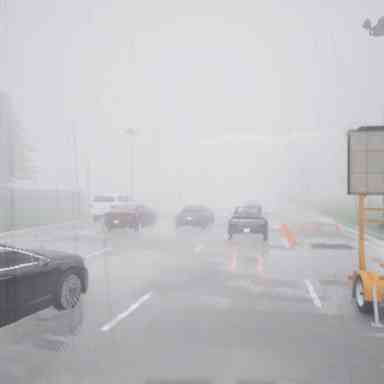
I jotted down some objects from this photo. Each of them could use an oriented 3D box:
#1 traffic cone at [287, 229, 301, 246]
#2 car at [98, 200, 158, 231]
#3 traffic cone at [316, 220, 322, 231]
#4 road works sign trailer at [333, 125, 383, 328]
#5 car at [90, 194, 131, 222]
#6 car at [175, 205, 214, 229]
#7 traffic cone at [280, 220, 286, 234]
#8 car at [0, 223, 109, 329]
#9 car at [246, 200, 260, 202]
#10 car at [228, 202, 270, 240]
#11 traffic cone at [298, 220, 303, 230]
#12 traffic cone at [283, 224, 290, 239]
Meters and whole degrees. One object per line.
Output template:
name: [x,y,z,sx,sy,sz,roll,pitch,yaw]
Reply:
traffic cone: [4.245,1.946,13.870,0.340,0.580,0.340,0,0,11]
car: [-3.584,1.462,20.407,1.882,1.535,5.008,0,0,12]
traffic cone: [7.367,1.942,19.370,0.340,0.580,0.340,0,0,11]
road works sign trailer: [4.350,0.460,6.714,2.380,3.560,2.880,0,0,11]
car: [-5.951,1.200,26.347,2.150,2.045,5.566,0,0,11]
car: [0.252,1.548,21.782,1.994,1.385,4.181,0,0,12]
traffic cone: [5.018,1.943,17.795,0.340,0.580,0.340,0,0,11]
car: [-3.611,1.487,5.176,2.128,1.511,4.902,0,0,18]
car: [5.915,1.503,32.307,1.812,1.442,4.674,0,0,11]
car: [2.926,1.479,17.141,2.128,1.511,4.902,0,0,11]
traffic cone: [6.386,1.942,19.564,0.340,0.580,0.340,0,0,11]
traffic cone: [4.631,1.944,15.833,0.340,0.580,0.340,0,0,11]
